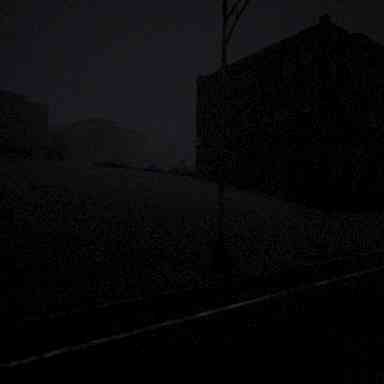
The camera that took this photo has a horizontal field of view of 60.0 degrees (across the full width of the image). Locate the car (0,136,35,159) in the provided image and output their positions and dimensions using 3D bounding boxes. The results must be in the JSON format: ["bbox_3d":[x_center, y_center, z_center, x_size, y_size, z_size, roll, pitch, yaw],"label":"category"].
[{"bbox_3d":[-15.383,-3.328,26.139,2.435,2.045,5.566,0,-1,44],"label":"car"}]

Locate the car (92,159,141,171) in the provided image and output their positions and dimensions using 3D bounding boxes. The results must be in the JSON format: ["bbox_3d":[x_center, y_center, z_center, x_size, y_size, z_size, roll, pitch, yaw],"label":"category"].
[{"bbox_3d":[-8.057,-2.642,34.383,2.002,1.452,4.674,0,-2,41],"label":"car"}]

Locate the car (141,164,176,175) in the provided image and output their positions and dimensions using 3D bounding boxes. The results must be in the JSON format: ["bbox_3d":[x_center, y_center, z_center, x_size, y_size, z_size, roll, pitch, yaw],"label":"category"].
[{"bbox_3d":[-4.498,-2.411,38.626,2.002,1.452,4.674,0,-2,40],"label":"car"}]

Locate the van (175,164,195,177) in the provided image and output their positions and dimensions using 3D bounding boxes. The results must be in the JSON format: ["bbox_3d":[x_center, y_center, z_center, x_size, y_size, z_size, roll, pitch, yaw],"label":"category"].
[{"bbox_3d":[-0.914,-2.418,43.029,1.878,1.987,4.442,0,-2,39],"label":"van"}]
